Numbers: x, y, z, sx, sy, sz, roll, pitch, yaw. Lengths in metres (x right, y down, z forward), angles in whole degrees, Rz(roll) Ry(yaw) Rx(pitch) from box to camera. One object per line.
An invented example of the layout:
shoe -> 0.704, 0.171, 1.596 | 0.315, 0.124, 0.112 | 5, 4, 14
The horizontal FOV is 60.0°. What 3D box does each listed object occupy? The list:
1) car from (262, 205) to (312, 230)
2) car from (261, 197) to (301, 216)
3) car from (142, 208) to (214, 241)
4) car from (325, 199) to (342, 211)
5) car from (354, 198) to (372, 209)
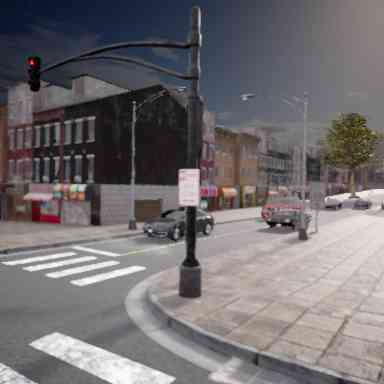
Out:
car -> 7.012, 1.900, 23.742 | 1.895, 1.301, 4.718 | 2, 1, 36
car -> 8.332, 1.488, 30.657 | 2.150, 2.045, 5.566 | 2, 1, 35
car -> -0.616, 1.664, 18.112 | 1.837, 1.490, 4.892 | 2, 1, 35
car -> 19.385, 1.707, 46.008 | 1.882, 1.535, 5.008 | 2, 2, 35
car -> 25.801, 1.656, 50.098 | 2.128, 1.511, 4.902 | 2, 2, 35
